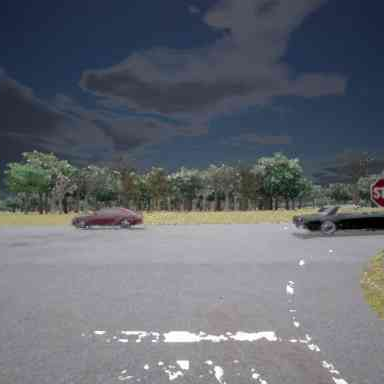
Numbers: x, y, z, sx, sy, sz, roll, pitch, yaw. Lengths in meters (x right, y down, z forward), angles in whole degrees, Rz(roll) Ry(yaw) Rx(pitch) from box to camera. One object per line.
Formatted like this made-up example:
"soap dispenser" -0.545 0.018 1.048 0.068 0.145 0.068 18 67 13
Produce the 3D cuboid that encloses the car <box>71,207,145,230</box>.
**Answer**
"car" -5.495 1.698 21.916 4.674 1.442 1.812 0 -2 0

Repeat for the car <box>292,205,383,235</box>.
"car" 7.108 1.231 15.007 4.718 1.301 1.895 -2 -2 -1
